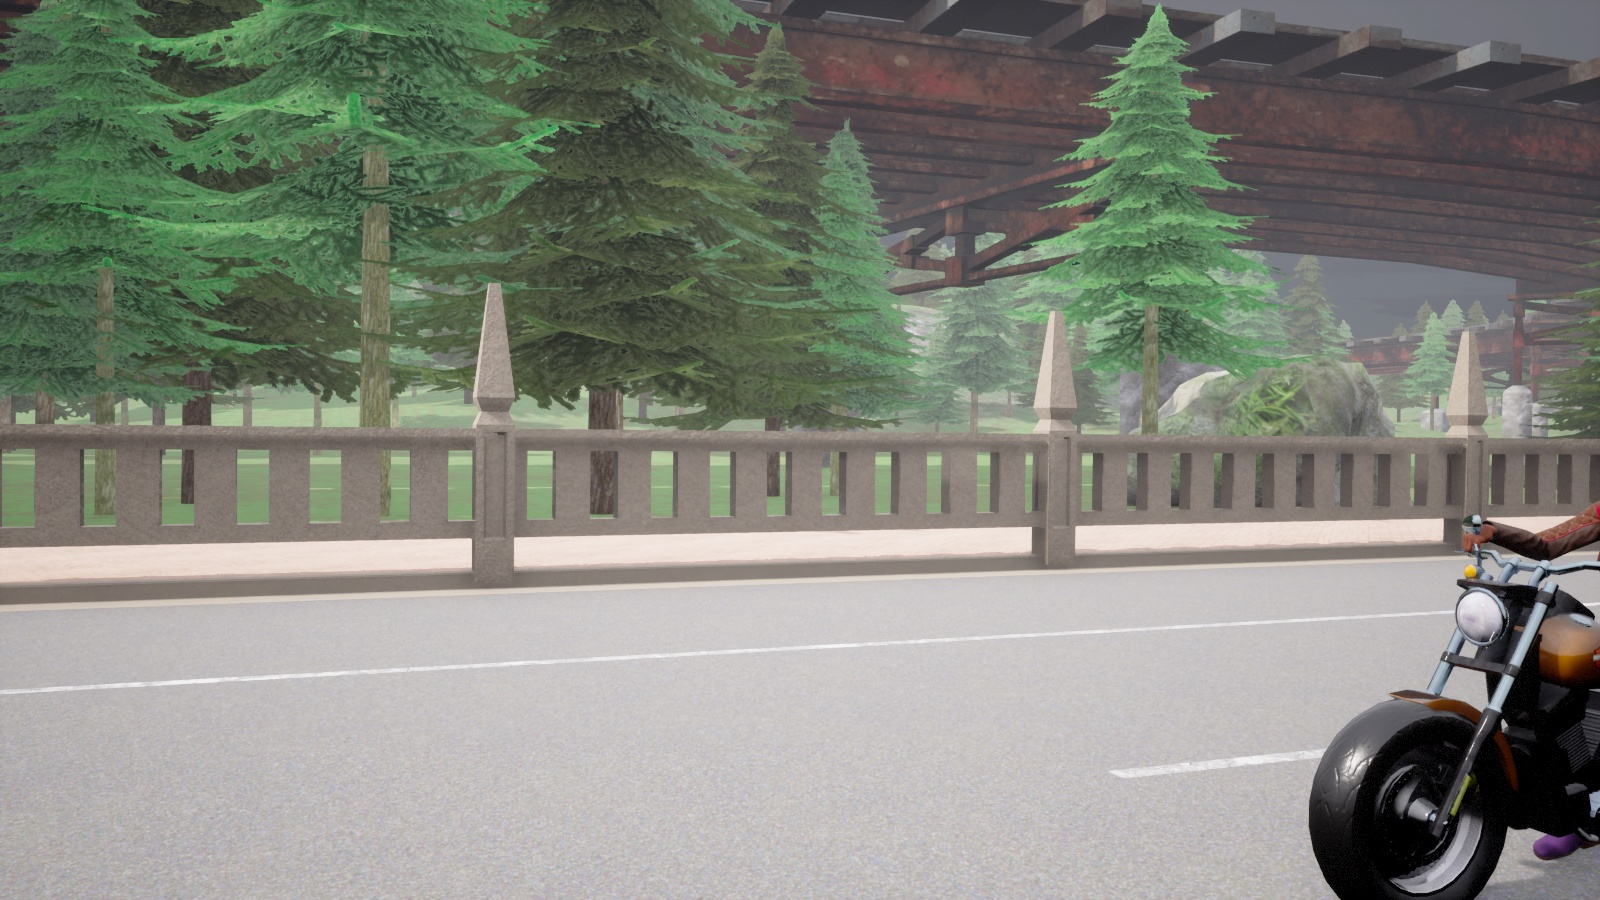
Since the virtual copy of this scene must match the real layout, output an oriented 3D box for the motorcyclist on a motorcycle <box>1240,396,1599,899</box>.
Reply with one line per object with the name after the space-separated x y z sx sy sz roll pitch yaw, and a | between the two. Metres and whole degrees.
2.716 0.650 4.271 2.350 1.649 0.766 -1 1 -21 | motorcyclist on a motorcycle
